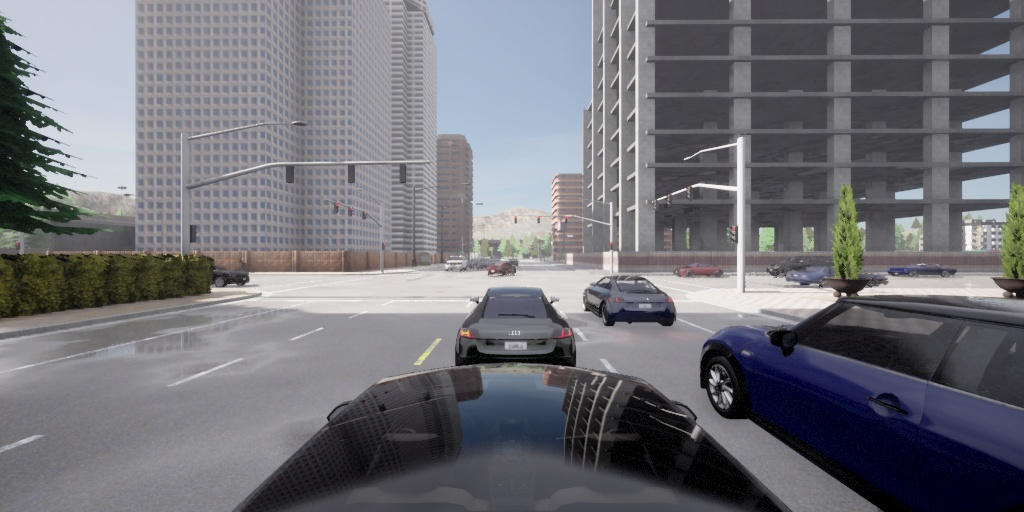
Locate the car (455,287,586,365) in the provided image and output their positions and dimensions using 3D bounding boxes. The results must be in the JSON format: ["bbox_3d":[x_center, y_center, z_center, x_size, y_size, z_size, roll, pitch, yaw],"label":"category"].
[{"bbox_3d":[0.059,1.314,7.379,1.994,1.385,4.181,0,0,0],"label":"car"}]

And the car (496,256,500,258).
[{"bbox_3d":[-3.579,1.101,58.765,2.097,1.767,4.553,0,0,1],"label":"car"}]

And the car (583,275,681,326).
[{"bbox_3d":[3.578,1.314,11.639,1.994,1.385,4.181,0,0,0],"label":"car"}]

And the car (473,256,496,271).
[{"bbox_3d":[-3.721,1.101,50.020,2.097,1.767,4.553,0,0,1],"label":"car"}]

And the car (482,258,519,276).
[{"bbox_3d":[-1.034,1.275,36.725,1.812,1.442,4.674,1,0,21],"label":"car"}]

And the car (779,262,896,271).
[{"bbox_3d":[20.749,1.297,23.052,5.357,1.411,2.033,0,0,0],"label":"car"}]

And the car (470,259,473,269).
[{"bbox_3d":[-7.124,1.313,56.480,1.994,1.385,4.181,0,0,1],"label":"car"}]

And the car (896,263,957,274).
[{"bbox_3d":[38.286,1.350,33.629,4.718,1.301,1.895,0,0,0],"label":"car"}]

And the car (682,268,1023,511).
[{"bbox_3d":[3.600,1.102,3.036,2.097,1.767,4.553,0,0,0],"label":"car"}]

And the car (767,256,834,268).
[{"bbox_3d":[27.149,0.973,33.711,5.566,2.045,2.150,0,0,1],"label":"car"}]

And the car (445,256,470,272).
[{"bbox_3d":[-7.263,0.971,47.061,2.150,2.045,5.566,0,0,1],"label":"car"}]

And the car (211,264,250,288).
[{"bbox_3d":[-19.869,1.227,23.319,5.008,1.535,1.882,0,0,1],"label":"car"}]

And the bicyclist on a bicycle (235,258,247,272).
[{"bbox_3d":[-29.385,1.050,38.866,0.582,1.620,1.656,0,0,0],"label":"bicyclist on a bicycle"}]

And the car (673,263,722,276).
[{"bbox_3d":[17.511,1.313,33.774,4.181,1.385,1.994,0,0,0],"label":"car"}]
